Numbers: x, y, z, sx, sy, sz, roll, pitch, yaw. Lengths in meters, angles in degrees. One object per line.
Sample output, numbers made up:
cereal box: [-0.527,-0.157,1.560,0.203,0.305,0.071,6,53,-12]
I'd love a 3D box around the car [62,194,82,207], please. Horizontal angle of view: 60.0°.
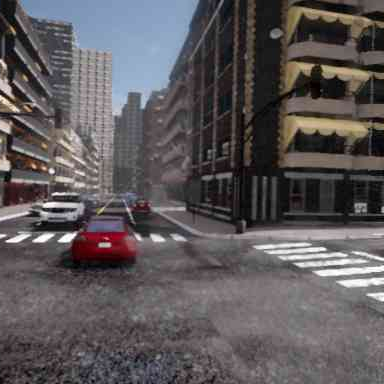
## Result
car: [-15.914,1.137,44.227,1.967,1.590,4.097,1,0,-12]

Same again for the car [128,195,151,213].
car: [-5.393,1.380,35.182,1.967,1.590,4.097,1,0,-12]

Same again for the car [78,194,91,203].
car: [-19.376,1.178,60.272,1.752,1.417,4.829,1,0,-12]

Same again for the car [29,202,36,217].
car: [-12.419,1.296,28.017,2.008,1.369,4.403,1,0,-12]

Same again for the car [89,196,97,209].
car: [-10.628,1.364,32.138,1.994,1.385,4.181,1,0,-11]

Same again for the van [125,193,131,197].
van: [-11.219,1.204,62.200,1.690,1.788,3.998,1,0,-12]

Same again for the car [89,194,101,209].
car: [-12.718,1.264,42.114,2.128,1.511,4.902,1,0,-12]

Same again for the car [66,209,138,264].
car: [-2.961,1.511,11.652,1.994,1.385,4.181,1,0,-12]

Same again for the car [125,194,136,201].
car: [-8.891,1.443,51.393,2.008,1.369,4.403,1,0,-12]

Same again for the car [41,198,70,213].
car: [-13.585,1.295,33.420,1.947,1.339,4.313,1,0,-12]

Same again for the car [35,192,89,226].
car: [-8.501,1.052,22.303,2.150,2.045,5.566,1,0,-12]

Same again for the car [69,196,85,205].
car: [-17.083,1.264,49.631,1.802,1.307,4.206,1,0,-12]

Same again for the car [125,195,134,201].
car: [-14.719,1.367,78.411,1.887,1.381,4.507,1,0,-12]

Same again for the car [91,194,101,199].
car: [-25.240,1.138,87.456,2.008,1.369,4.403,1,0,-12]

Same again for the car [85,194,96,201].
car: [-21.744,1.207,71.246,1.802,1.307,4.206,1,0,-12]
